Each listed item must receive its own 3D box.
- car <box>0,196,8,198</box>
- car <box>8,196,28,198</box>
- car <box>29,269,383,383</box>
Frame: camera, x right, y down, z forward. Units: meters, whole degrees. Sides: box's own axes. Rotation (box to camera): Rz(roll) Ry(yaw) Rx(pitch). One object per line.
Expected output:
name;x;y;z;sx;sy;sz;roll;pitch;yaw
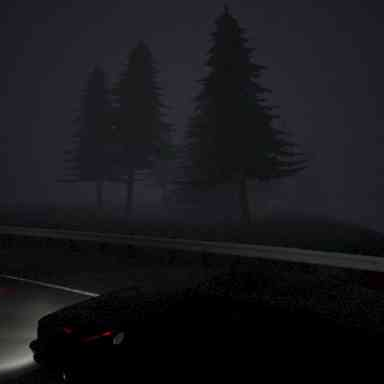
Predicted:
car;-42.659;1.540;75.627;2.033;1.411;5.357;0;0;5
car;-39.120;1.540;76.474;2.033;1.411;5.357;0;0;5
car;0.684;1.547;3.241;5.357;1.411;2.033;0;0;34
